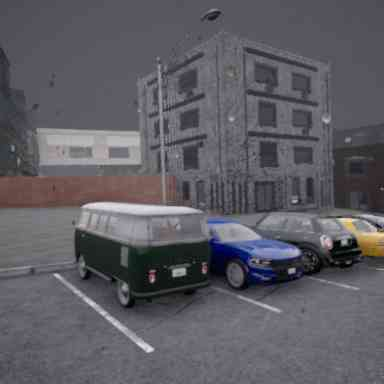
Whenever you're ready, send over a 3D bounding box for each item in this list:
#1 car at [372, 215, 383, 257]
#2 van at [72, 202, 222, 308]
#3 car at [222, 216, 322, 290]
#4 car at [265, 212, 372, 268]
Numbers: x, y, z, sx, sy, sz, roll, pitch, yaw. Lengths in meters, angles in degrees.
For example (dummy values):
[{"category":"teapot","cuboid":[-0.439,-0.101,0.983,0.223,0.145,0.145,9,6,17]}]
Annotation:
[{"category":"car","cuboid":[5.358,1.632,13.074,1.946,1.575,5.366,1,-1,-36]},{"category":"van","cuboid":[-1.498,1.265,8.084,1.878,1.987,4.442,0,0,-36]},{"category":"car","cuboid":[0.822,1.524,9.607,2.097,1.535,5.008,1,0,-36]},{"category":"car","cuboid":[3.113,1.450,11.201,2.185,1.767,4.553,1,-1,-36]}]
